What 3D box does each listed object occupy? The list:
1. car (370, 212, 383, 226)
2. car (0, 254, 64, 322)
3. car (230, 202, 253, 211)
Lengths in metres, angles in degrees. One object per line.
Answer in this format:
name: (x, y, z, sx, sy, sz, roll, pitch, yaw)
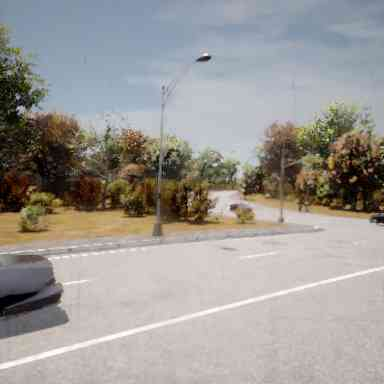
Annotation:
car: (17.552, 2.293, 28.644, 2.128, 1.511, 4.902, 3, -2, -9)
car: (-4.796, 1.551, 4.865, 5.357, 1.411, 2.033, 0, 0, -35)
car: (6.941, 2.150, 46.837, 1.994, 1.385, 4.181, 3, 0, -18)
